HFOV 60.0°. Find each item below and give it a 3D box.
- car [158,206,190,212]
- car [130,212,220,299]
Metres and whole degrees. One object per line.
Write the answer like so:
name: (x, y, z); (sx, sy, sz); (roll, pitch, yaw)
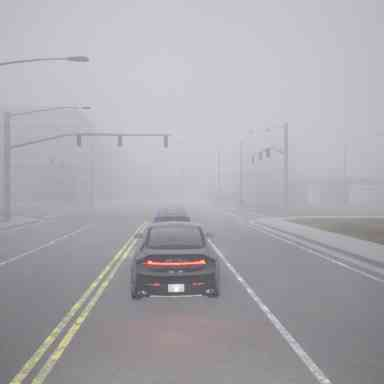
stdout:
car: (-1.086, 1.478, 17.956); (1.882, 1.535, 5.008); (0, 0, -4)
car: (-0.445, 1.505, 8.484); (1.837, 1.490, 4.892); (0, 0, -4)
